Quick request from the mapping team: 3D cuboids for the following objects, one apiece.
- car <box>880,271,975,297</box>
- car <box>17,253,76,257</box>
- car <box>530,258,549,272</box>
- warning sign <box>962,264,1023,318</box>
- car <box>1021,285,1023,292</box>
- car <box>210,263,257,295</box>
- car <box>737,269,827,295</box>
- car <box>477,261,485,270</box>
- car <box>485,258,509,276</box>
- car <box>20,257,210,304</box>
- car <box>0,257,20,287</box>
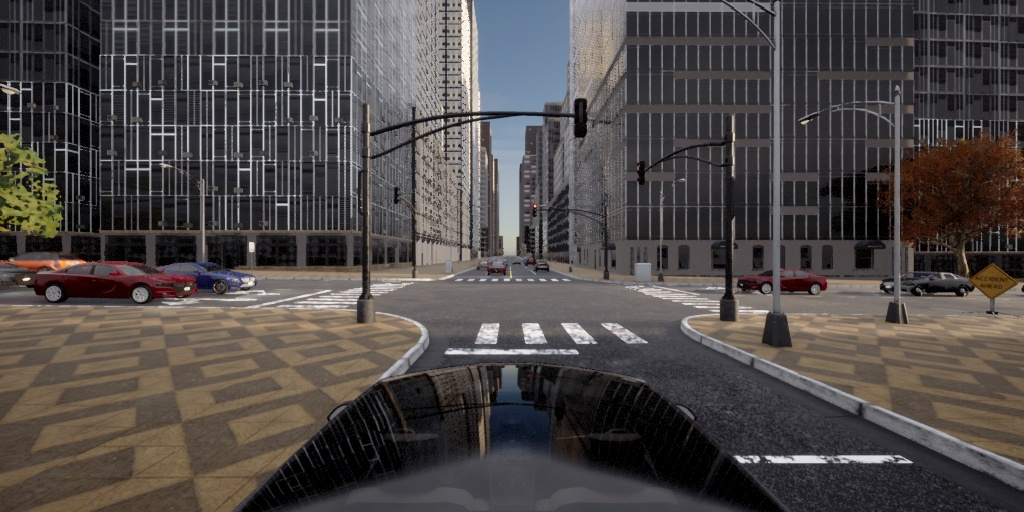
[{"bbox_3d":[26.276,1.740,22.785,4.902,1.511,2.128,1,0,-3],"label":"car"},{"bbox_3d":[-30.757,0.560,23.256,4.553,1.767,2.097,1,0,-3],"label":"car"},{"bbox_3d":[3.818,1.329,46.652,1.948,1.339,4.313,0,0,0],"label":"car"},{"bbox_3d":[17.251,1.204,12.883,1.060,1.860,1.300,0,0,-3],"label":"warning sign"},{"bbox_3d":[36.267,1.932,23.263,4.892,1.490,1.837,1,0,-3],"label":"car"},{"bbox_3d":[-14.986,1.026,17.316,4.674,1.442,1.812,1,0,-1],"label":"car"},{"bbox_3d":[16.706,1.554,22.317,5.008,1.535,1.882,1,0,-3],"label":"car"},{"bbox_3d":[-4.149,1.342,52.125,1.802,1.307,4.207,0,0,0],"label":"car"},{"bbox_3d":[-1.587,1.244,38.526,1.882,1.535,5.008,0,0,-1],"label":"car"},{"bbox_3d":[-15.295,0.973,14.044,5.008,1.535,1.882,1,0,-2],"label":"car"},{"bbox_3d":[-24.912,0.882,16.833,4.181,1.385,1.994,1,0,-3],"label":"car"}]
